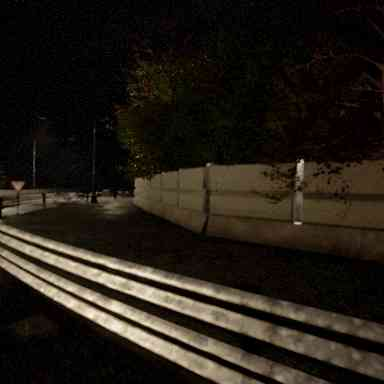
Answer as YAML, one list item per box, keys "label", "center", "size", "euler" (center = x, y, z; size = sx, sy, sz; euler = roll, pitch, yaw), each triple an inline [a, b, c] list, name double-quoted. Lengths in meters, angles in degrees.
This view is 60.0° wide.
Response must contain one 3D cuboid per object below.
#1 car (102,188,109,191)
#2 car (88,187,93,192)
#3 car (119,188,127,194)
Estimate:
- label: "car"
  center: [-23.542, -0.327, 90.537]
  size: [1.895, 1.301, 4.718]
  euler: [1, 1, -16]
- label: "car"
  center: [-26.934, -0.505, 89.690]
  size: [1.882, 1.535, 5.008]
  euler: [1, 1, -16]
- label: "car"
  center: [-18.598, -0.260, 90.177]
  size: [1.994, 1.385, 4.181]
  euler: [1, 1, -1]
